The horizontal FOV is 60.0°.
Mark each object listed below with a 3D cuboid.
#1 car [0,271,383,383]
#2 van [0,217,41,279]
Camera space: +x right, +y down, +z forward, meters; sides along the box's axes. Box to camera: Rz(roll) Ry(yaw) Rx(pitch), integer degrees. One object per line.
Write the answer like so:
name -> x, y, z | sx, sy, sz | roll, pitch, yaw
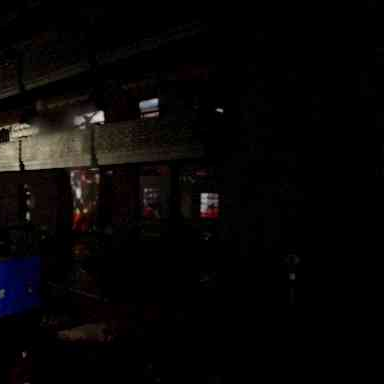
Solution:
car -> 0.206, 1.573, 2.732 | 4.206, 1.307, 1.802 | 0, 0, 35
van -> -4.422, 1.293, 6.035 | 3.998, 1.788, 1.690 | 0, 0, 35
